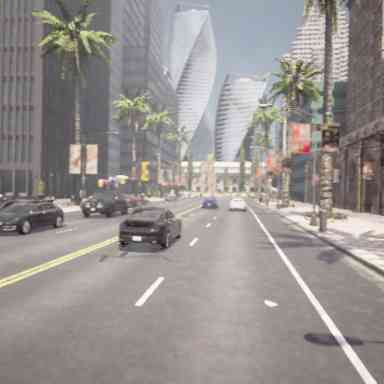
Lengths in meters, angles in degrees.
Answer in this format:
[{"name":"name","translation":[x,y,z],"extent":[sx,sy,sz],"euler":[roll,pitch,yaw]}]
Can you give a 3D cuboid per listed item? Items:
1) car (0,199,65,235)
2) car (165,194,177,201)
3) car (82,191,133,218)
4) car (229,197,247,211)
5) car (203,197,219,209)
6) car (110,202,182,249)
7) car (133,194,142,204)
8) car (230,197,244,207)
[{"name":"car","translation":[-8.467,1.243,17.254],"extent":[1.837,1.490,4.892],"euler":[1,0,8]},{"name":"car","translation":[-4.437,1.077,70.331],"extent":[2.231,1.521,4.892],"euler":[1,0,7]},{"name":"car","translation":[-7.017,0.947,27.539],"extent":[2.150,2.045,5.566],"euler":[1,0,8]},{"name":"car","translation":[5.367,1.472,39.301],"extent":[1.812,1.442,4.674],"euler":[1,0,7]},{"name":"car","translation":[2.463,1.387,44.049],"extent":[1.812,1.442,4.674],"euler":[1,0,7]},{"name":"car","translation":[-1.623,1.406,14.251],"extent":[1.837,1.490,4.892],"euler":[1,0,8]},{"name":"car","translation":[-8.180,0.994,41.195],"extent":[2.185,1.767,4.553],"euler":[1,0,7]},{"name":"car","translation":[6.769,1.494,50.165],"extent":[1.994,1.385,4.181],"euler":[1,0,7]}]
